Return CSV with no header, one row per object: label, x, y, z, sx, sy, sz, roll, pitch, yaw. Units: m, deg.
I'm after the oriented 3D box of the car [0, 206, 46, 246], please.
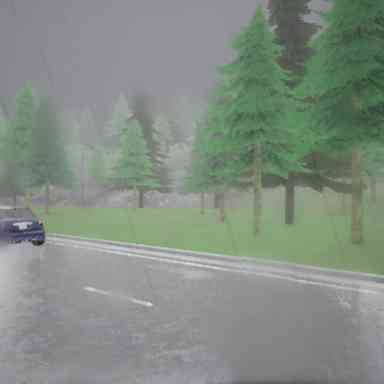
car,-8.244,1.363,14.049,4.553,1.767,2.097,0,0,36
